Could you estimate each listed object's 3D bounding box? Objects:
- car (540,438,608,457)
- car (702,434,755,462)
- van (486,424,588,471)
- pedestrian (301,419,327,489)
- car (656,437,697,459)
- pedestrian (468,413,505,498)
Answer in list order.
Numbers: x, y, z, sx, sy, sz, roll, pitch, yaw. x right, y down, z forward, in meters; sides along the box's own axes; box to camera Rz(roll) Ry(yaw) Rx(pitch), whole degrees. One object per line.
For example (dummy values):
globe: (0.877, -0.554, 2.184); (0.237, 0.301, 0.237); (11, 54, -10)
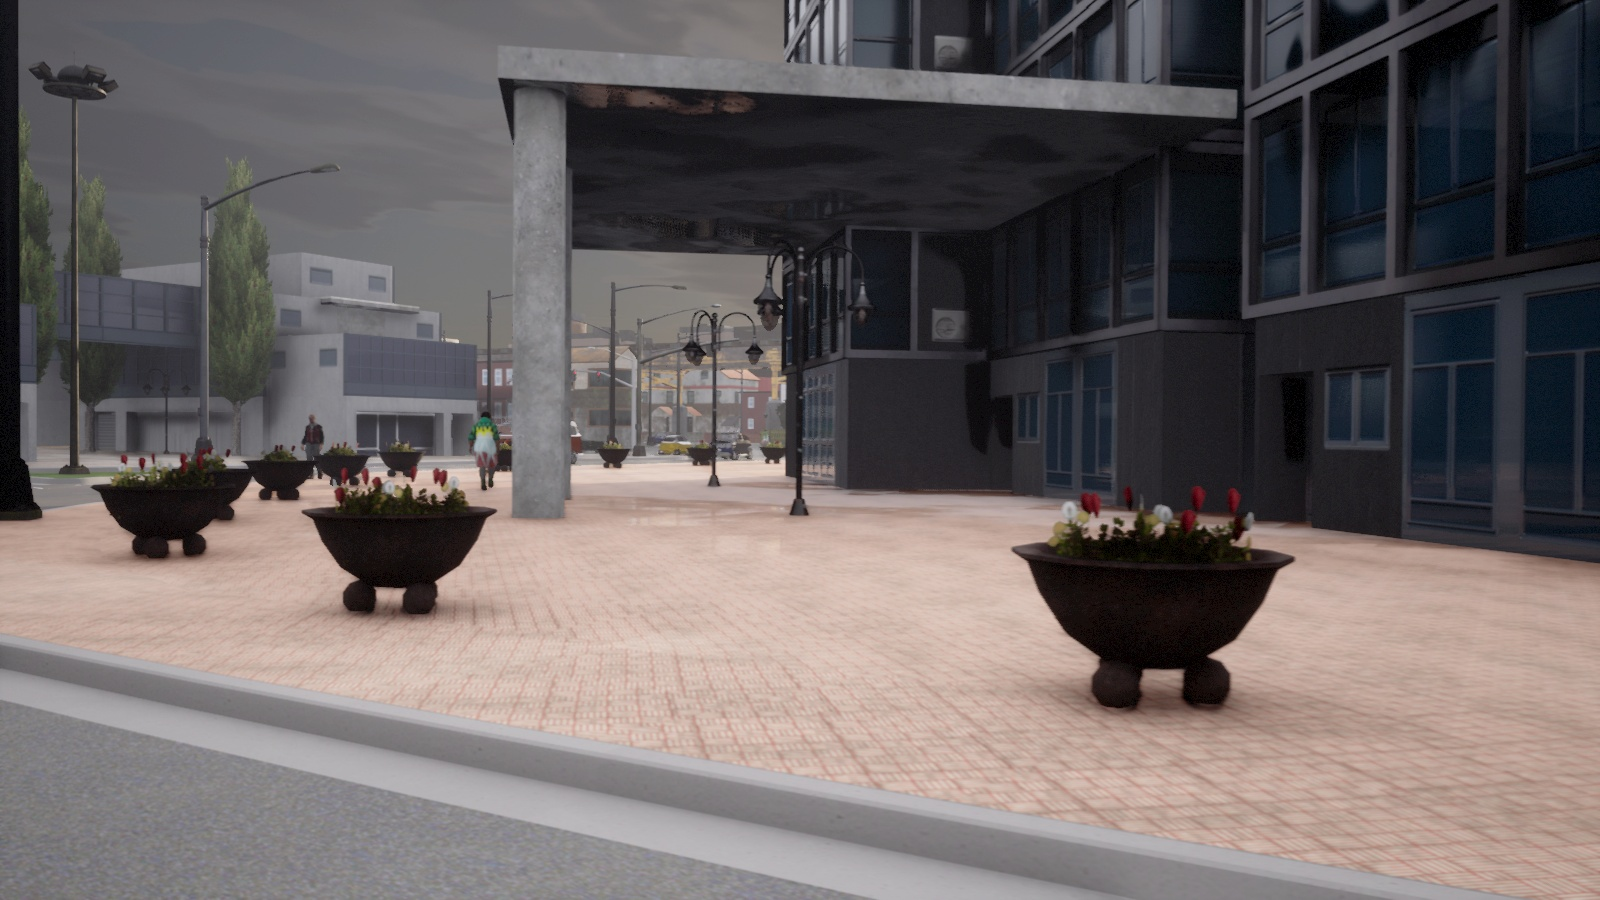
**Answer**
car: (-16.402, -0.177, 90.888); (4.718, 1.301, 1.895); (0, 1, 30)
car: (-4.022, -0.133, 71.206); (1.789, 1.549, 3.705); (0, 1, 17)
van: (-11.930, -0.132, 57.260); (2.069, 2.038, 4.480); (0, 1, 30)
pedestrian: (-13.033, 0.104, 33.660); (0.376, 1.854, 0.720); (-1, 1, 1)
car: (-8.086, -0.149, 81.954); (2.207, 1.376, 1.481); (-1, 0, 34)
pedestrian: (-7.313, 0.122, 29.317); (0.659, 1.952, 0.873); (-1, 1, -3)
